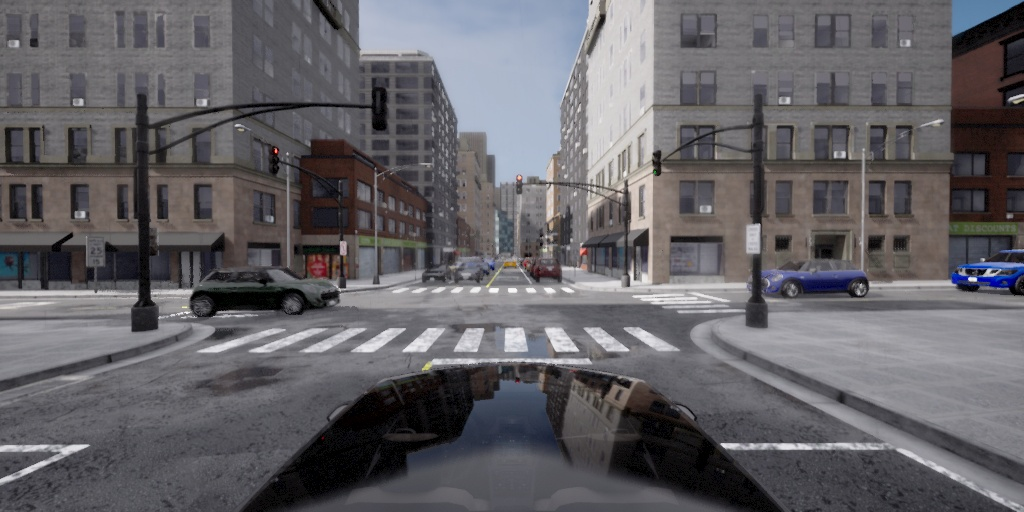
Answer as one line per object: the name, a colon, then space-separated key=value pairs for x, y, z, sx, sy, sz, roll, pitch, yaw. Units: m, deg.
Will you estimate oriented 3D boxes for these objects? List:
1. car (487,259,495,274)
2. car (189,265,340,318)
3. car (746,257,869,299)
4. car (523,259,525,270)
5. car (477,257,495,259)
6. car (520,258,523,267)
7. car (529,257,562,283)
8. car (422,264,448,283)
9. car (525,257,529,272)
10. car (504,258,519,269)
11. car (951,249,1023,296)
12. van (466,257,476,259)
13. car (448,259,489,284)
car: x=-3.249 y=1.285 z=37.854 sx=2.033 sy=1.411 sz=5.357 roll=0 pitch=0 yaw=0
car: x=-8.840 y=1.165 z=13.104 sx=4.553 sy=1.767 sz=2.097 roll=-1 pitch=0 yaw=0
car: x=13.402 y=0.931 z=16.455 sx=4.553 sy=1.767 sz=2.097 roll=-1 pitch=1 yaw=-1
car: x=2.674 y=1.259 z=45.105 sx=1.751 sy=1.417 sz=4.829 roll=0 pitch=0 yaw=0
car: x=-3.278 y=1.210 z=48.256 sx=1.882 sy=1.535 sz=5.008 roll=0 pitch=0 yaw=0
car: x=2.651 y=1.045 z=50.521 sx=2.192 sy=1.841 sz=5.009 roll=0 pitch=0 yaw=0
car: x=2.746 y=1.056 z=28.178 sx=2.192 sy=1.841 sz=5.009 roll=0 pitch=0 yaw=0
car: x=-5.780 y=1.307 z=28.140 sx=1.948 sy=1.339 sz=4.313 roll=0 pitch=0 yaw=0
car: x=2.722 y=1.054 z=33.764 sx=2.192 sy=1.841 sz=5.009 roll=0 pitch=0 yaw=0
car: x=-0.242 y=1.203 z=57.149 sx=1.882 sy=1.535 sz=5.008 roll=0 pitch=0 yaw=0
car: x=24.023 y=0.687 z=16.572 sx=5.566 sy=2.045 sz=2.150 roll=-1 pitch=1 yaw=0
van: x=-5.855 y=1.075 z=44.897 sx=1.690 sy=1.789 sz=3.998 roll=0 pitch=0 yaw=0
car: x=-3.204 y=1.233 z=27.311 sx=2.128 sy=1.511 sz=4.902 roll=0 pitch=0 yaw=0
